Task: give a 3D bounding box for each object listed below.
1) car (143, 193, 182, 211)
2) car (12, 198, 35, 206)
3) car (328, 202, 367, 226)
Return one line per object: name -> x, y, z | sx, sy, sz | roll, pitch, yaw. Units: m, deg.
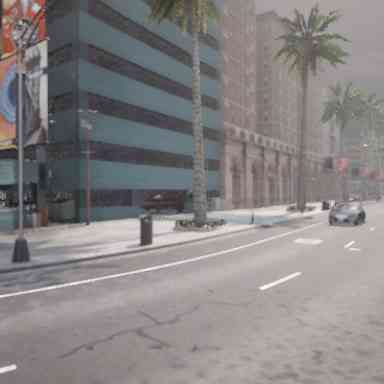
car -> -3.393, 1.144, 39.840 | 2.435, 2.045, 5.566 | 0, 0, 35
car -> -28.183, 1.717, 56.911 | 2.161, 1.482, 4.786 | 0, 0, 35
car -> 11.006, 1.483, 23.409 | 2.128, 1.511, 4.902 | 0, 0, 36
